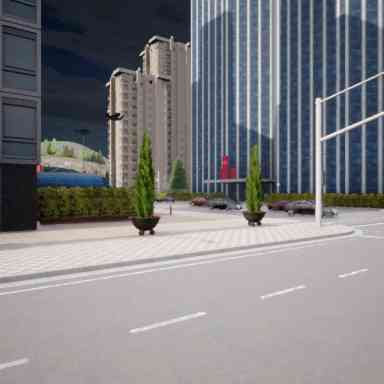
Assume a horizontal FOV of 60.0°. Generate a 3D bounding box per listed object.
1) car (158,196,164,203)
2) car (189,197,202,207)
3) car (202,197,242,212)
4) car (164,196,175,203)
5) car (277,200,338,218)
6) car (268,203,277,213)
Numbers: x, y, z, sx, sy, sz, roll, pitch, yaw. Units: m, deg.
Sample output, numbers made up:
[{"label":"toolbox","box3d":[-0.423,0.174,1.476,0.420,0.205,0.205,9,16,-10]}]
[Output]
[{"label":"car","box3d":[-7.838,1.257,61.088,2.033,1.411,5.357,0,0,-36]},{"label":"car","box3d":[1.602,1.477,47.892,1.882,1.535,5.008,0,0,-36]},{"label":"car","box3d":[3.783,1.489,38.903,2.128,1.511,4.902,0,0,-36]},{"label":"car","box3d":[-5.345,1.498,69.719,2.128,1.511,4.902,0,0,-36]},{"label":"car","box3d":[10.496,1.491,29.644,2.128,1.511,4.902,0,0,-36]},{"label":"car","box3d":[10.490,1.600,35.605,1.895,1.301,4.718,0,0,-36]}]
